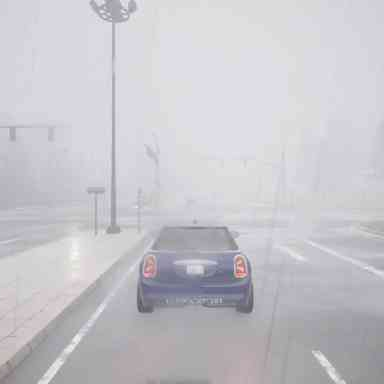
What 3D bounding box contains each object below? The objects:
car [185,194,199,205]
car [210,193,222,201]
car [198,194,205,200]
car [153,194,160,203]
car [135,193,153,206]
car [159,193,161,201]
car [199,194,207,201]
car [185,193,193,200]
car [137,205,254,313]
[{"bbox_3d":[-0.161,1.526,54.646,1.812,1.442,4.674,0,0,-1],"label":"car"},{"bbox_3d":[6.356,1.215,84.937,2.150,2.045,5.566,0,0,-1],"label":"car"},{"bbox_3d":[2.686,1.442,95.532,1.882,1.535,5.008,0,0,-1],"label":"car"},{"bbox_3d":[-8.384,1.547,67.999,2.033,1.411,5.357,0,0,-1],"label":"car"},{"bbox_3d":[-8.270,1.352,56.005,2.097,1.767,4.553,0,0,-1],"label":"car"},{"bbox_3d":[-8.546,1.225,78.660,2.150,2.045,5.566,0,0,-1],"label":"car"},{"bbox_3d":[2.851,1.513,85.208,1.812,1.442,4.674,0,0,-1],"label":"car"},{"bbox_3d":[-0.814,1.189,95.506,2.150,2.045,5.566,0,0,-1],"label":"car"},{"bbox_3d":[0.071,1.352,7.826,2.097,1.767,4.553,0,0,0],"label":"car"}]
